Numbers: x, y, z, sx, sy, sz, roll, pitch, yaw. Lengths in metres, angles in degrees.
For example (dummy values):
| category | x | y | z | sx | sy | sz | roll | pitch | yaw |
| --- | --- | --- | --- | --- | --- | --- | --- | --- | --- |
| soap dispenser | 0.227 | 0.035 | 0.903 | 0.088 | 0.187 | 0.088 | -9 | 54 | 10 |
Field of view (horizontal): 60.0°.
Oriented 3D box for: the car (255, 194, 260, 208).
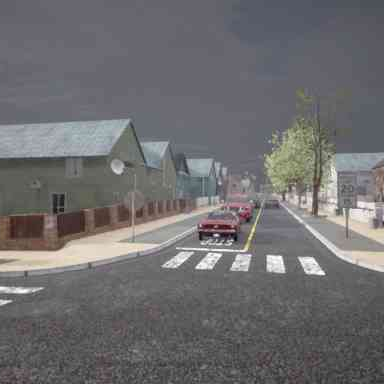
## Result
| category | x | y | z | sx | sy | sz | roll | pitch | yaw |
| --- | --- | --- | --- | --- | --- | --- | --- | --- | --- |
| car | 8.247 | 1.230 | 46.496 | 2.150 | 2.045 | 5.566 | 0 | 0 | 17 |

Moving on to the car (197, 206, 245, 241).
| category | x | y | z | sx | sy | sz | roll | pitch | yaw |
| --- | --- | --- | --- | --- | --- | --- | --- | --- | --- |
| car | 1.515 | 1.606 | 16.917 | 1.895 | 1.301 | 4.718 | 0 | 0 | 11 |

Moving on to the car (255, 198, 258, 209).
| category | x | y | z | sx | sy | sz | roll | pitch | yaw |
| --- | --- | --- | --- | --- | --- | --- | --- | --- | --- |
| car | 5.836 | 1.610 | 36.149 | 1.895 | 1.301 | 4.718 | 0 | 0 | 13 |

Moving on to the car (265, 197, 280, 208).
| category | x | y | z | sx | sy | sz | roll | pitch | yaw |
| --- | --- | --- | --- | --- | --- | --- | --- | --- | --- |
| car | 11.463 | 1.501 | 47.671 | 2.128 | 1.511 | 4.902 | 0 | 0 | 13 |

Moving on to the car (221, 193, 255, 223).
| category | x | y | z | sx | sy | sz | roll | pitch | yaw |
| --- | --- | --- | --- | --- | --- | --- | --- | --- | --- |
| car | 3.632 | 1.229 | 26.435 | 2.150 | 2.045 | 5.566 | 0 | 0 | 13 |
